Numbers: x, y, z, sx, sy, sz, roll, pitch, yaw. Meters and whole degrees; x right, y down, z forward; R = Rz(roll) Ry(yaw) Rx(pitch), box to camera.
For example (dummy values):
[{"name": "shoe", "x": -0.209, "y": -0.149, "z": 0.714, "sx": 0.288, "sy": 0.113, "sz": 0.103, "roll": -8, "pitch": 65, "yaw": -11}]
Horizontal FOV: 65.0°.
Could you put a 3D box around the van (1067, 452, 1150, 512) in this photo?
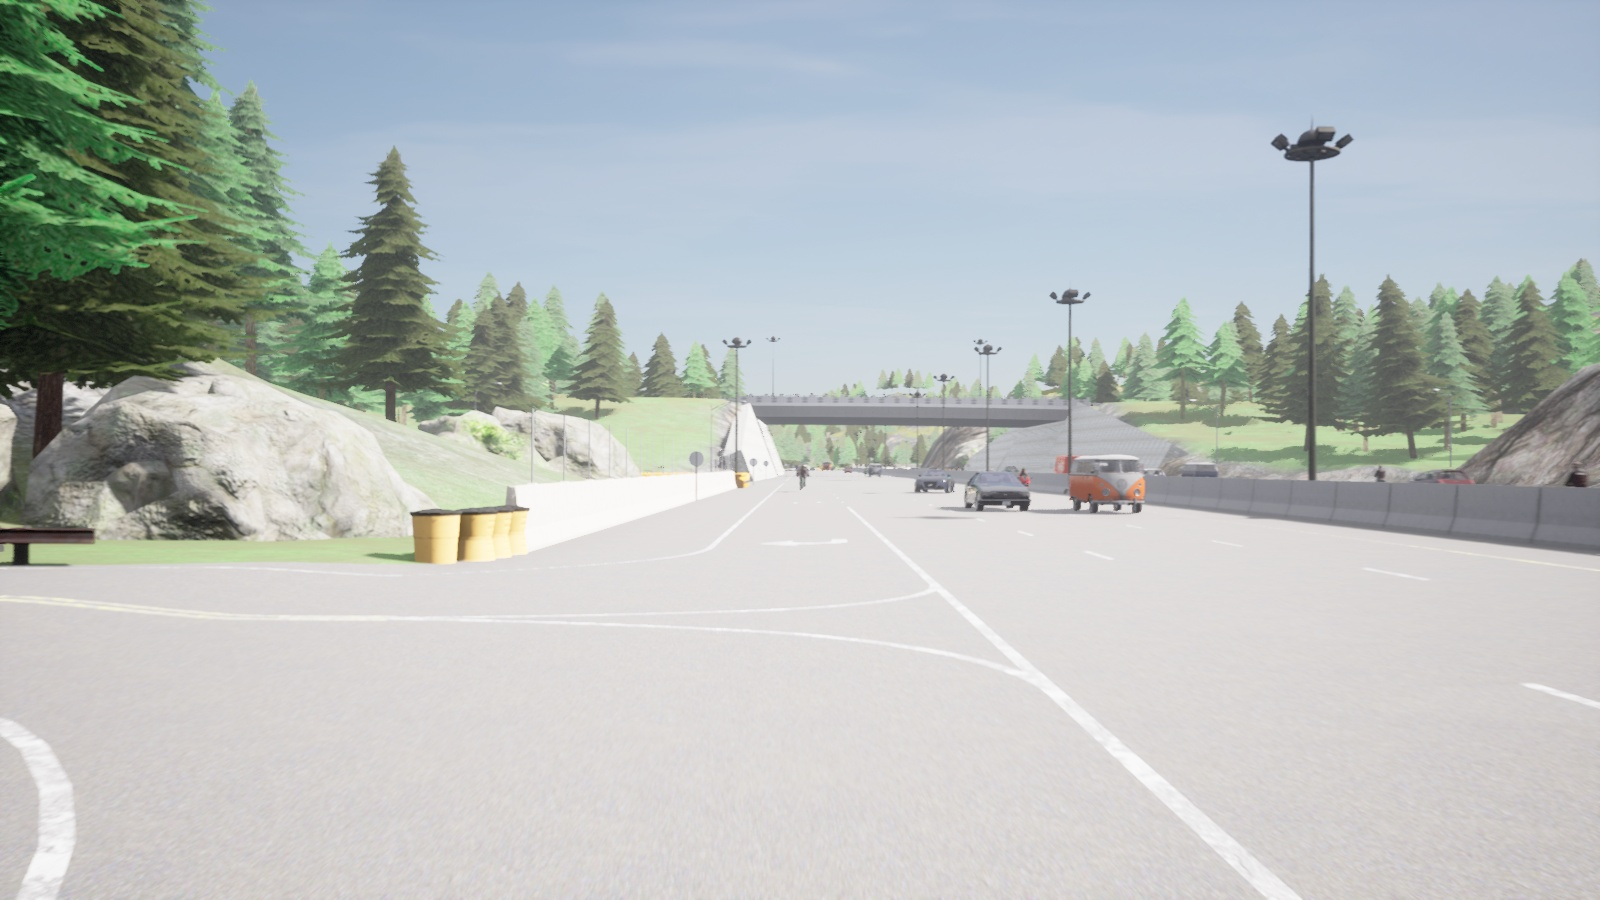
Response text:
[{"name": "van", "x": 10.582, "y": 1.081, "z": 43.443, "sx": 1.775, "sy": 1.987, "sz": 4.442, "roll": 0, "pitch": -1, "yaw": 0}]

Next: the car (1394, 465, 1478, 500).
[{"name": "car", "x": 28.108, "y": 1.425, "z": 55.632, "sx": 1.845, "sy": 1.501, "sz": 3.633, "roll": 0, "pitch": -1, "yaw": 0}]

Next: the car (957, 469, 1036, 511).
[{"name": "car", "x": 7.088, "y": 1.421, "z": 45.760, "sx": 2.033, "sy": 1.411, "sz": 5.357, "roll": 0, "pitch": -1, "yaw": 0}]

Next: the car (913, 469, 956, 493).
[{"name": "car", "x": 8.039, "y": 1.811, "z": 74.852, "sx": 1.994, "sy": 1.385, "sz": 4.181, "roll": 0, "pitch": -1, "yaw": 14}]
